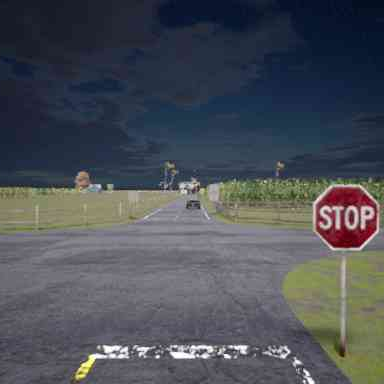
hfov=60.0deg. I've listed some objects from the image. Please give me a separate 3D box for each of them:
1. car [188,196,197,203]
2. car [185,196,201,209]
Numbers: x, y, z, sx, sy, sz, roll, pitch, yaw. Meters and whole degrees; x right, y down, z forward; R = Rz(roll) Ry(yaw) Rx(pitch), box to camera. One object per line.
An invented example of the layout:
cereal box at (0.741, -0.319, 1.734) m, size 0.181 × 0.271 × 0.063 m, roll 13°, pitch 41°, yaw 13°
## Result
car at (0.111, 1.573, 72.811) m, size 1.895 × 1.301 × 4.718 m, roll 0°, pitch 0°, yaw 0°
car at (0.171, 1.505, 46.057) m, size 1.837 × 1.490 × 4.892 m, roll 0°, pitch 0°, yaw 0°
